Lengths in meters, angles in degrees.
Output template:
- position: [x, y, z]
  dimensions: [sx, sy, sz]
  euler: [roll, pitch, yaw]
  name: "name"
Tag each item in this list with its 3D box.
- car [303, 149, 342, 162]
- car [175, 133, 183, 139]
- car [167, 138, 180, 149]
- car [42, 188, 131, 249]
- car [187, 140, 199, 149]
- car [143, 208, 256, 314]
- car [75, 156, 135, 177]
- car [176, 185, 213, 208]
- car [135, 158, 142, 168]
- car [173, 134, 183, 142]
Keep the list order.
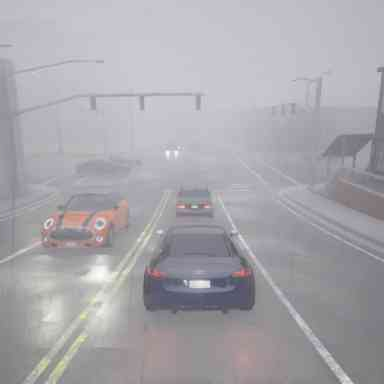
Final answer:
- position: [16.187, -4.551, 41.322]
  dimensions: [4.674, 1.442, 1.812]
  euler: [0, 12, 0]
  name: "car"
- position: [-3.353, -14.790, 87.988]
  dimensions: [1.812, 1.442, 4.674]
  euler: [0, 12, 0]
  name: "car"
- position: [-3.474, -8.293, 58.751]
  dimensions: [1.895, 1.301, 4.718]
  euler: [0, 12, -2]
  name: "car"
- position: [-3.607, 0.780, 12.050]
  dimensions: [2.097, 1.767, 4.553]
  euler: [0, 6, 0]
  name: "car"
- position: [0.197, -8.666, 60.093]
  dimensions: [1.812, 1.442, 4.674]
  euler: [0, 12, 0]
  name: "car"
- position: [0.115, 1.346, 7.375]
  dimensions: [1.994, 1.385, 4.181]
  euler: [0, 3, 0]
  name: "car"
- position: [-8.239, -2.317, 30.966]
  dimensions: [5.008, 1.535, 1.882]
  euler: [0, 12, 0]
  name: "car"
- position: [0.122, 0.362, 17.258]
  dimensions: [2.033, 1.411, 5.357]
  euler: [0, 8, 0]
  name: "car"
- position: [-7.741, -3.205, 35.584]
  dimensions: [4.718, 1.301, 1.895]
  euler: [-4, 13, -17]
  name: "car"
- position: [-3.386, -10.488, 68.398]
  dimensions: [2.128, 1.511, 4.902]
  euler: [0, 12, 0]
  name: "car"
